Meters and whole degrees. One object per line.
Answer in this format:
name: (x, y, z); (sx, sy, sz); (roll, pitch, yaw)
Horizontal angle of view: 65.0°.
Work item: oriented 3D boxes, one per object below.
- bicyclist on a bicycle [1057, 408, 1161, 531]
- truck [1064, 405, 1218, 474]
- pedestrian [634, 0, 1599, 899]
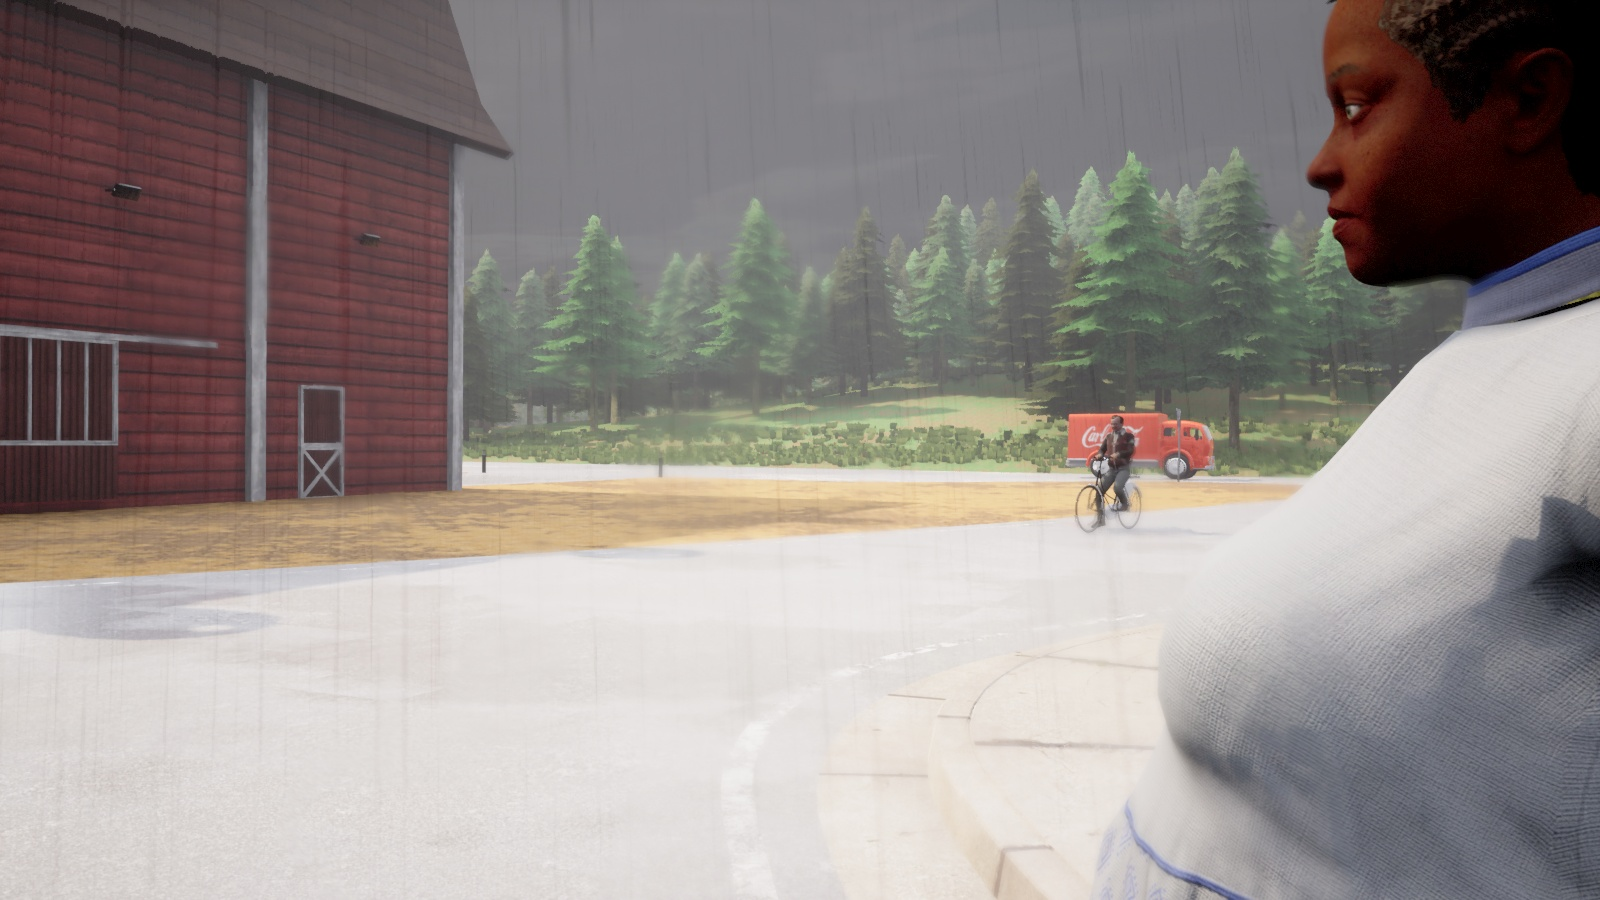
bicyclist on a bicycle: (4.672, 0.268, 18.923); (1.843, 1.776, 0.659); (-1, 1, -45)
truck: (12.915, -0.380, 47.505); (5.204, 2.467, 2.627); (0, 0, 26)
pedestrian: (0.492, 0.512, 0.896); (0.900, 1.855, 0.874); (0, 0, 19)
